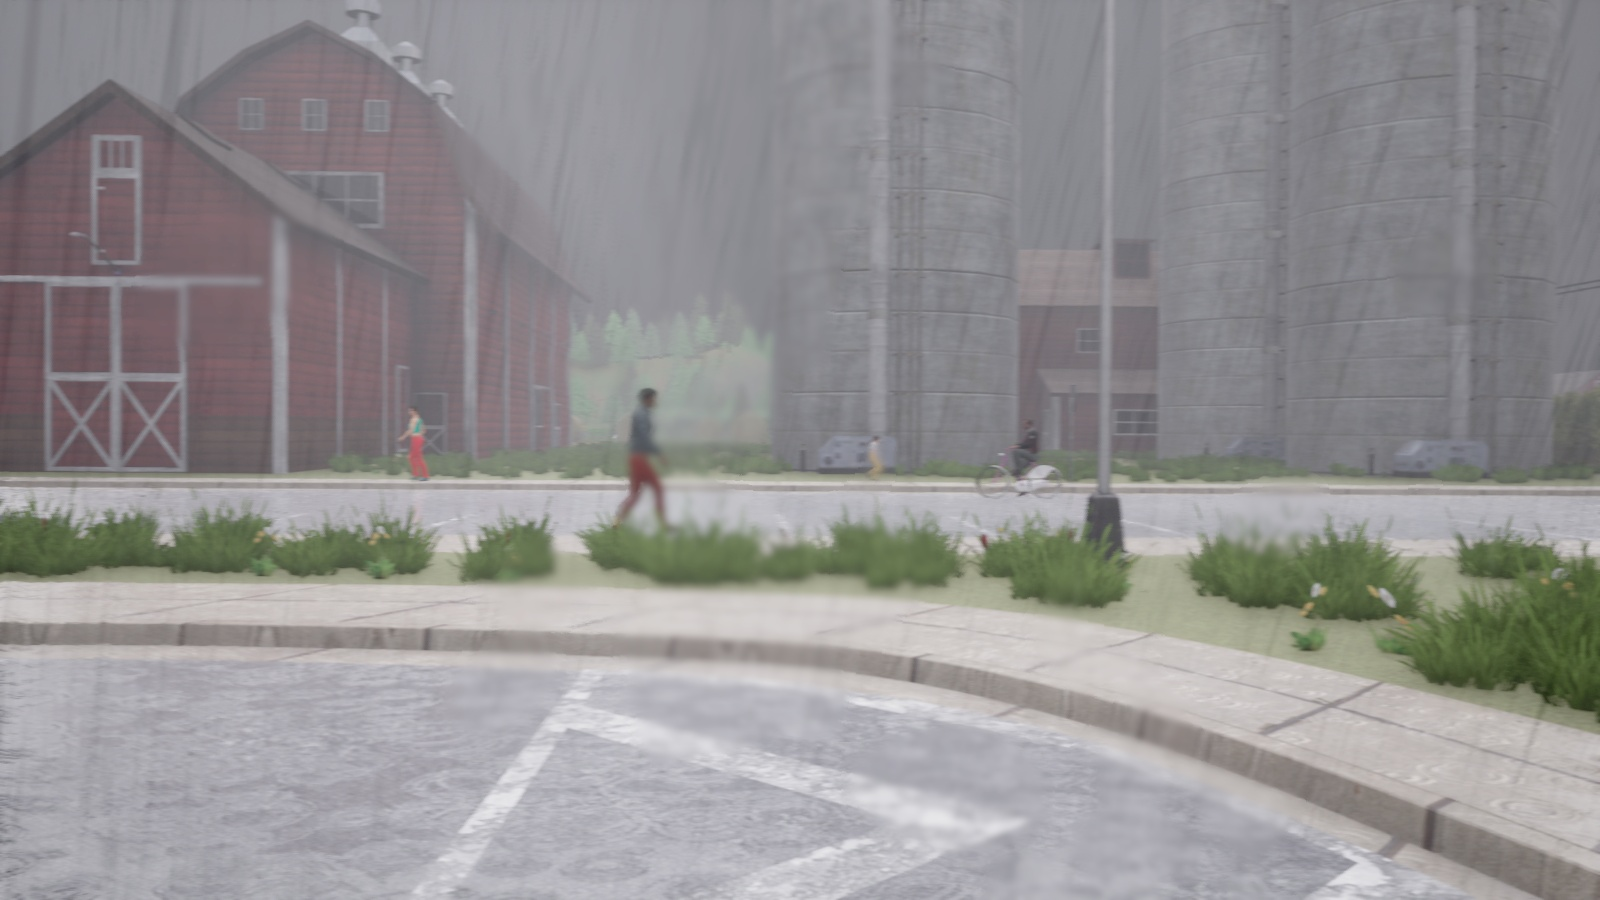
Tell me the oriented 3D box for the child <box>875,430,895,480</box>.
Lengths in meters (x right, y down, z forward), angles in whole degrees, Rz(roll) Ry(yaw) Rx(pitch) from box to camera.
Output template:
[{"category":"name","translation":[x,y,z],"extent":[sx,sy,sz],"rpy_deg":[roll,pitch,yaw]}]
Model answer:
[{"category":"child","translation":[2.170,0.123,32.034],"extent":[0.437,1.263,0.270],"rpy_deg":[-1,1,-13]}]

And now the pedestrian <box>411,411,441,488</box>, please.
[{"category":"pedestrian","translation":[-8.973,-0.010,30.113],"extent":[0.594,1.836,0.345],"rpy_deg":[-1,1,0]}]

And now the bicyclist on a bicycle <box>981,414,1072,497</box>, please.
[{"category":"bicyclist on a bicycle","translation":[4.880,0.111,27.096],"extent":[1.843,1.776,0.659],"rpy_deg":[0,1,-2]}]

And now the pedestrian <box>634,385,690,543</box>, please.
[{"category":"pedestrian","translation":[-1.636,0.161,14.918],"extent":[0.614,1.847,0.353],"rpy_deg":[-1,1,-3]}]
